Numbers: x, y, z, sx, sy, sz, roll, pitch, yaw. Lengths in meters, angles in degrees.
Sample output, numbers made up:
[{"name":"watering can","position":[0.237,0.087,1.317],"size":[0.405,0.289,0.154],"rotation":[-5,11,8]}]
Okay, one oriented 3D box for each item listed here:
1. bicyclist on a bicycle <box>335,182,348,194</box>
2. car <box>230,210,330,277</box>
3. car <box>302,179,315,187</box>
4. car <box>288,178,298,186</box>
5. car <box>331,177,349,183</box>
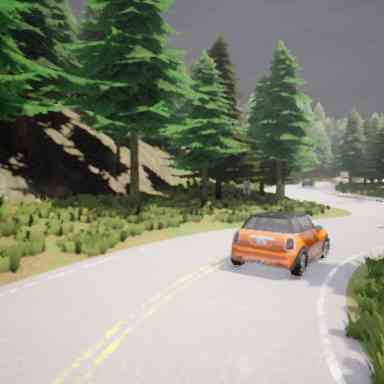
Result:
[{"name":"bicyclist on a bicycle","position":[19.598,-0.540,43.518],"size":[1.656,1.620,0.582],"rotation":[0,5,-1]},{"name":"car","position":[3.102,1.423,11.074],"size":[2.097,1.767,4.553],"rotation":[3,2,33]},{"name":"car","position":[21.429,-1.696,61.113],"size":[1.812,1.442,4.674],"rotation":[2,5,28]},{"name":"car","position":[19.422,-1.978,64.851],"size":[2.033,1.411,5.357],"rotation":[3,5,28]},{"name":"car","position":[32.903,-2.653,73.624],"size":[4.674,1.442,1.812],"rotation":[-2,5,-28]}]
